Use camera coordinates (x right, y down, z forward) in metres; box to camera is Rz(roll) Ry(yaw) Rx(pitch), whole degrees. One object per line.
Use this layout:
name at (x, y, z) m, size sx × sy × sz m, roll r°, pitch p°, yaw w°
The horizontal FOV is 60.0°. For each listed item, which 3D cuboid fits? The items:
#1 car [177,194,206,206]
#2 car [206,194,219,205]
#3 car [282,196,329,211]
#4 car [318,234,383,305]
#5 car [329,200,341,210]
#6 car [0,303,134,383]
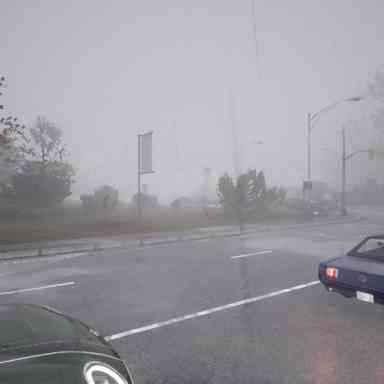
car at (-0.568, 1.300, 51.089) m, size 1.837 × 1.490 × 4.892 m, roll -1°, pitch 0°, yaw -39°
car at (2.308, 1.117, 53.095) m, size 2.097 × 1.767 × 4.553 m, roll -1°, pitch 0°, yaw -39°
car at (11.698, 1.291, 35.704) m, size 1.837 × 1.490 × 4.892 m, roll -1°, pitch 0°, yaw -38°
car at (4.906, 1.573, 7.230) m, size 4.718 × 1.301 × 1.895 m, roll 0°, pitch 0°, yaw -35°
car at (14.419, 1.247, 37.937) m, size 2.128 × 1.511 × 4.902 m, roll -1°, pitch 0°, yaw -39°
car at (-2.567, 1.352, 1.893) m, size 4.553 × 1.767 × 2.097 m, roll 0°, pitch 0°, yaw -36°
